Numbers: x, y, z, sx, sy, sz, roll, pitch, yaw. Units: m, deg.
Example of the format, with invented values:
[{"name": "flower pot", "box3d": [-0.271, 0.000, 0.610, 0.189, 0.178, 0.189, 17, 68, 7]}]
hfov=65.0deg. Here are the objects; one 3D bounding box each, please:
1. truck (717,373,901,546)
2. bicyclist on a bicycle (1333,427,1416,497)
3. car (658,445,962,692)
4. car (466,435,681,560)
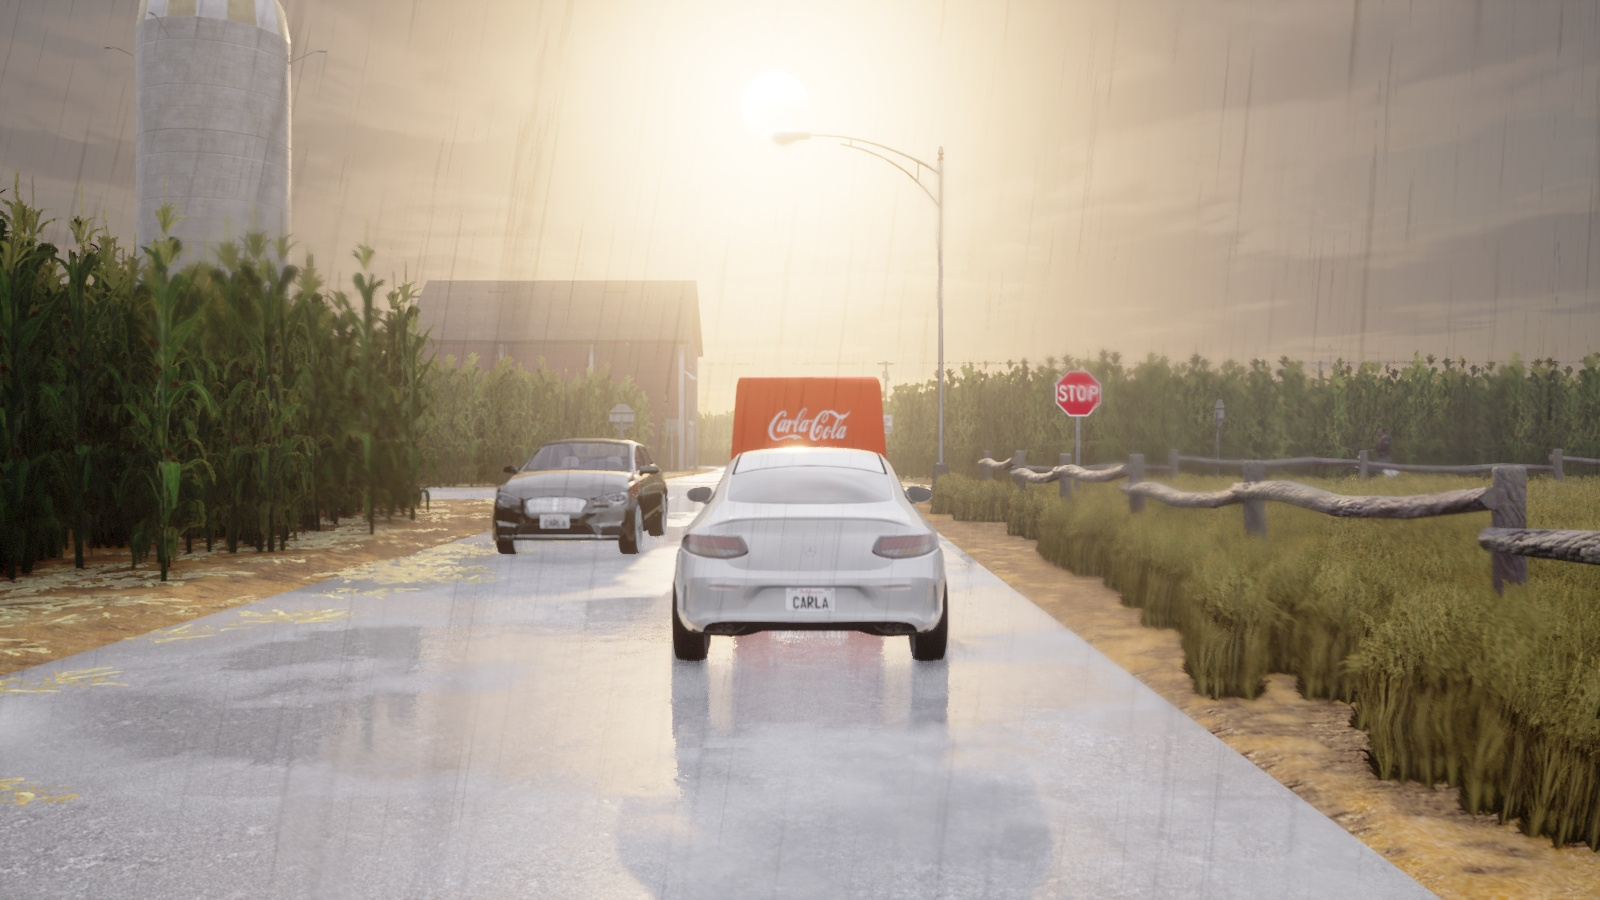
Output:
[{"name": "truck", "box3d": [0.129, 0.079, 20.548, 2.627, 2.467, 5.204, 0, 1, 0]}, {"name": "bicyclist on a bicycle", "box3d": [14.987, 0.317, 32.805, 1.843, 1.776, 0.659, 1, 0, 1]}, {"name": "car", "box3d": [0.072, 0.703, 9.846, 1.812, 1.442, 4.674, 0, 1, 0]}, {"name": "car", "box3d": [-2.981, 0.548, 17.698, 2.128, 1.511, 4.902, 0, 1, 0]}]
